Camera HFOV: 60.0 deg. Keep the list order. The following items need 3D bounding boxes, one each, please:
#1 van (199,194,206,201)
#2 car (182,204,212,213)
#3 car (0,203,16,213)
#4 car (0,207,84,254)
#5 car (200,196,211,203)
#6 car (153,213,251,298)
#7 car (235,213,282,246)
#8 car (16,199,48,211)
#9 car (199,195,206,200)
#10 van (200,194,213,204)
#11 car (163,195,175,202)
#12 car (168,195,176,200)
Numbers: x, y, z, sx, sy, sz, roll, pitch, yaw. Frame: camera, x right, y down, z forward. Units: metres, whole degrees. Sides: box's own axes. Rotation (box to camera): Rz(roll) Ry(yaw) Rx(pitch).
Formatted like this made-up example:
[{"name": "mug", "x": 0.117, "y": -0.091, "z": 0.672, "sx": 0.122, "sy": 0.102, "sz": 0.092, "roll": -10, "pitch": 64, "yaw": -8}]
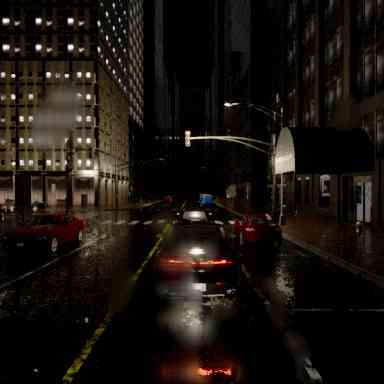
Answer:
[{"name": "van", "x": 2.809, "y": 1.313, "z": 86.947, "sx": 1.690, "sy": 1.788, "sz": 3.998, "roll": 0, "pitch": 0, "yaw": 0}, {"name": "car", "x": 0.125, "y": 1.562, "z": 17.394, "sx": 1.994, "sy": 1.385, "sz": 4.181, "roll": 0, "pitch": 0, "yaw": 0}, {"name": "car", "x": -18.568, "y": 1.308, "z": 28.864, "sx": 5.009, "sy": 1.841, "sz": 2.192, "roll": 0, "pitch": 0, "yaw": 1}, {"name": "car", "x": -5.806, "y": 1.543, "z": 13.507, "sx": 1.887, "sy": 1.381, "sz": 4.507, "roll": 0, "pitch": 0, "yaw": 0}, {"name": "car", "x": 2.785, "y": 1.534, "z": 69.857, "sx": 2.008, "sy": 1.369, "sz": 4.403, "roll": 0, "pitch": 0, "yaw": 0}, {"name": "car", "x": 0.111, "y": 1.504, "z": 8.518, "sx": 1.837, "sy": 1.490, "sz": 4.892, "roll": 0, "pitch": 0, "yaw": 0}, {"name": "car", "x": 2.835, "y": 1.580, "z": 14.871, "sx": 1.802, "sy": 1.307, "sz": 4.206, "roll": 0, "pitch": 0, "yaw": 0}, {"name": "car", "x": -18.469, "y": 1.499, "z": 37.246, "sx": 4.403, "sy": 1.369, "sz": 2.008, "roll": 0, "pitch": 0, "yaw": 1}, {"name": "car", "x": 2.818, "y": 1.550, "z": 92.644, "sx": 1.802, "sy": 1.307, "sz": 4.206, "roll": 0, "pitch": 0, "yaw": 0}, {"name": "van", "x": 2.768, "y": 1.329, "z": 58.464, "sx": 1.690, "sy": 1.788, "sz": 3.998, "roll": 0, "pitch": 0, "yaw": 0}, {"name": "car", "x": -5.587, "y": 1.524, "z": 75.566, "sx": 1.887, "sy": 1.381, "sz": 4.507, "roll": 0, "pitch": 0, "yaw": 0}, {"name": "car", "x": -5.563, "y": 1.534, "z": 92.657, "sx": 1.947, "sy": 1.339, "sz": 4.313, "roll": 0, "pitch": 0, "yaw": 0}]
